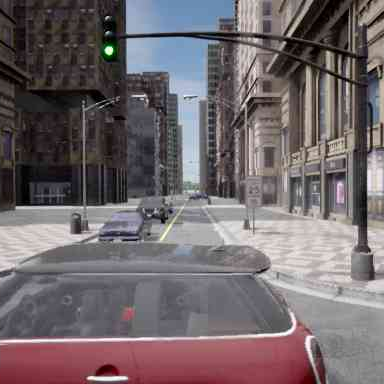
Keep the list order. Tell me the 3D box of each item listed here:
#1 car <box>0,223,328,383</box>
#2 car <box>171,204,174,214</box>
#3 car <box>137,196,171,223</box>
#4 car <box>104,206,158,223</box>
[{"bbox_3d":[-1.116,1.326,3.261,4.553,1.767,2.097,0,1,0],"label":"car"},{"bbox_3d":[-3.079,1.684,37.058,1.812,1.442,4.674,0,0,0],"label":"car"},{"bbox_3d":[-3.099,1.348,26.727,2.150,2.045,5.566,0,0,-1],"label":"car"},{"bbox_3d":[-3.104,1.643,16.508,2.033,1.411,5.357,0,0,0],"label":"car"}]
